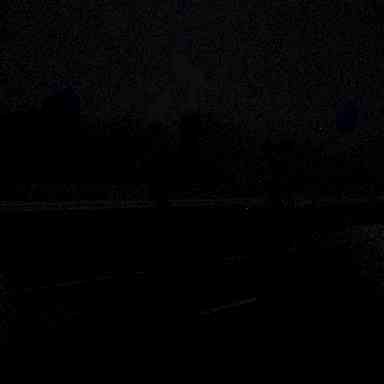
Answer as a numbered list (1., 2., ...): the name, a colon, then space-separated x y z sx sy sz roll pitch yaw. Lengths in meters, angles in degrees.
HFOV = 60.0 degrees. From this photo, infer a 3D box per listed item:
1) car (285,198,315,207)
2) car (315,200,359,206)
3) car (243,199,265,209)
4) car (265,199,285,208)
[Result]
1. car: 11.861 1.548 33.839 4.181 1.385 1.994 0 0 -35
2. car: 14.038 1.491 31.091 4.892 1.490 1.837 1 0 -35
3. car: 8.612 1.530 40.085 5.357 1.411 2.033 0 0 -35
4. car: 11.020 1.479 37.516 4.902 1.511 2.128 0 0 -35
